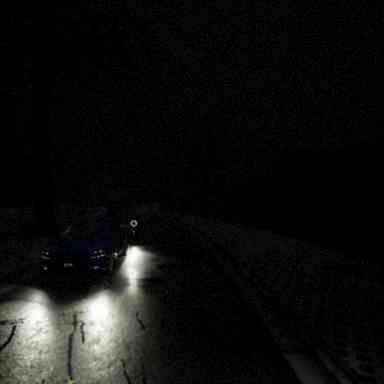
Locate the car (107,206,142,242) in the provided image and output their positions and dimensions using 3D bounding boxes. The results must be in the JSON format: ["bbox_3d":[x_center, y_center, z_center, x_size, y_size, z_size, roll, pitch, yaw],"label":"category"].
[{"bbox_3d":[-3.807,1.553,17.912,2.097,1.767,4.553,0,-1,-6],"label":"car"}]

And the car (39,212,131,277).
[{"bbox_3d":[-3.334,1.629,10.981,1.882,1.535,5.008,0,-1,-4],"label":"car"}]
